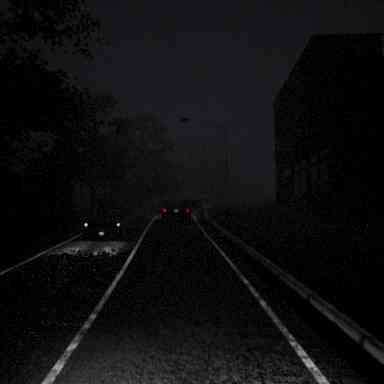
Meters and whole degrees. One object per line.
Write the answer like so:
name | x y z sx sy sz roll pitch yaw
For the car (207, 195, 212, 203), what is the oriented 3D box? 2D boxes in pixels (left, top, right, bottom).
car | 1.905 1.233 58.080 1.882 1.535 5.008 -3 -1 27

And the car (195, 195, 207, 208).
car | 0.224 1.252 42.497 1.882 1.535 5.008 -1 0 11

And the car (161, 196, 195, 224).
car | -1.135 1.279 24.369 2.097 1.767 4.553 0 0 -2

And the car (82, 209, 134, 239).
car | -4.190 1.554 17.174 1.895 1.301 4.718 0 0 -4
